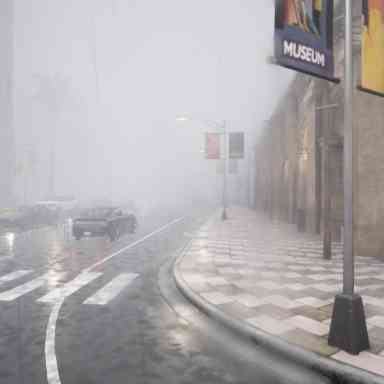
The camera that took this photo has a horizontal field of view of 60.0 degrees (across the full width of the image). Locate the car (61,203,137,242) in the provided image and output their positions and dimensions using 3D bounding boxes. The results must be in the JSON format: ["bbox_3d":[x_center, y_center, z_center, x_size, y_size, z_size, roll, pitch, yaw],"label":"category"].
[{"bbox_3d":[-4.082,1.502,16.269,2.128,1.511,4.902,0,0,6],"label":"car"}]

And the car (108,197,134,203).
[{"bbox_3d":[-8.377,1.526,40.753,1.812,1.442,4.674,0,0,7],"label":"car"}]

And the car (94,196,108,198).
[{"bbox_3d":[-11.711,1.352,42.334,2.097,1.767,4.553,0,0,7],"label":"car"}]

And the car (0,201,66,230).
[{"bbox_3d":[-10.643,1.547,21.569,2.033,1.411,5.357,0,0,6],"label":"car"}]

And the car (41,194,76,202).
[{"bbox_3d":[-12.962,1.221,32.085,2.150,2.045,5.566,0,0,7],"label":"car"}]

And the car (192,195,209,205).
[{"bbox_3d":[1.572,1.340,58.603,2.097,1.767,4.553,1,0,19],"label":"car"}]

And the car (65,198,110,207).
[{"bbox_3d":[-9.569,1.526,30.936,1.812,1.442,4.674,0,0,7],"label":"car"}]
